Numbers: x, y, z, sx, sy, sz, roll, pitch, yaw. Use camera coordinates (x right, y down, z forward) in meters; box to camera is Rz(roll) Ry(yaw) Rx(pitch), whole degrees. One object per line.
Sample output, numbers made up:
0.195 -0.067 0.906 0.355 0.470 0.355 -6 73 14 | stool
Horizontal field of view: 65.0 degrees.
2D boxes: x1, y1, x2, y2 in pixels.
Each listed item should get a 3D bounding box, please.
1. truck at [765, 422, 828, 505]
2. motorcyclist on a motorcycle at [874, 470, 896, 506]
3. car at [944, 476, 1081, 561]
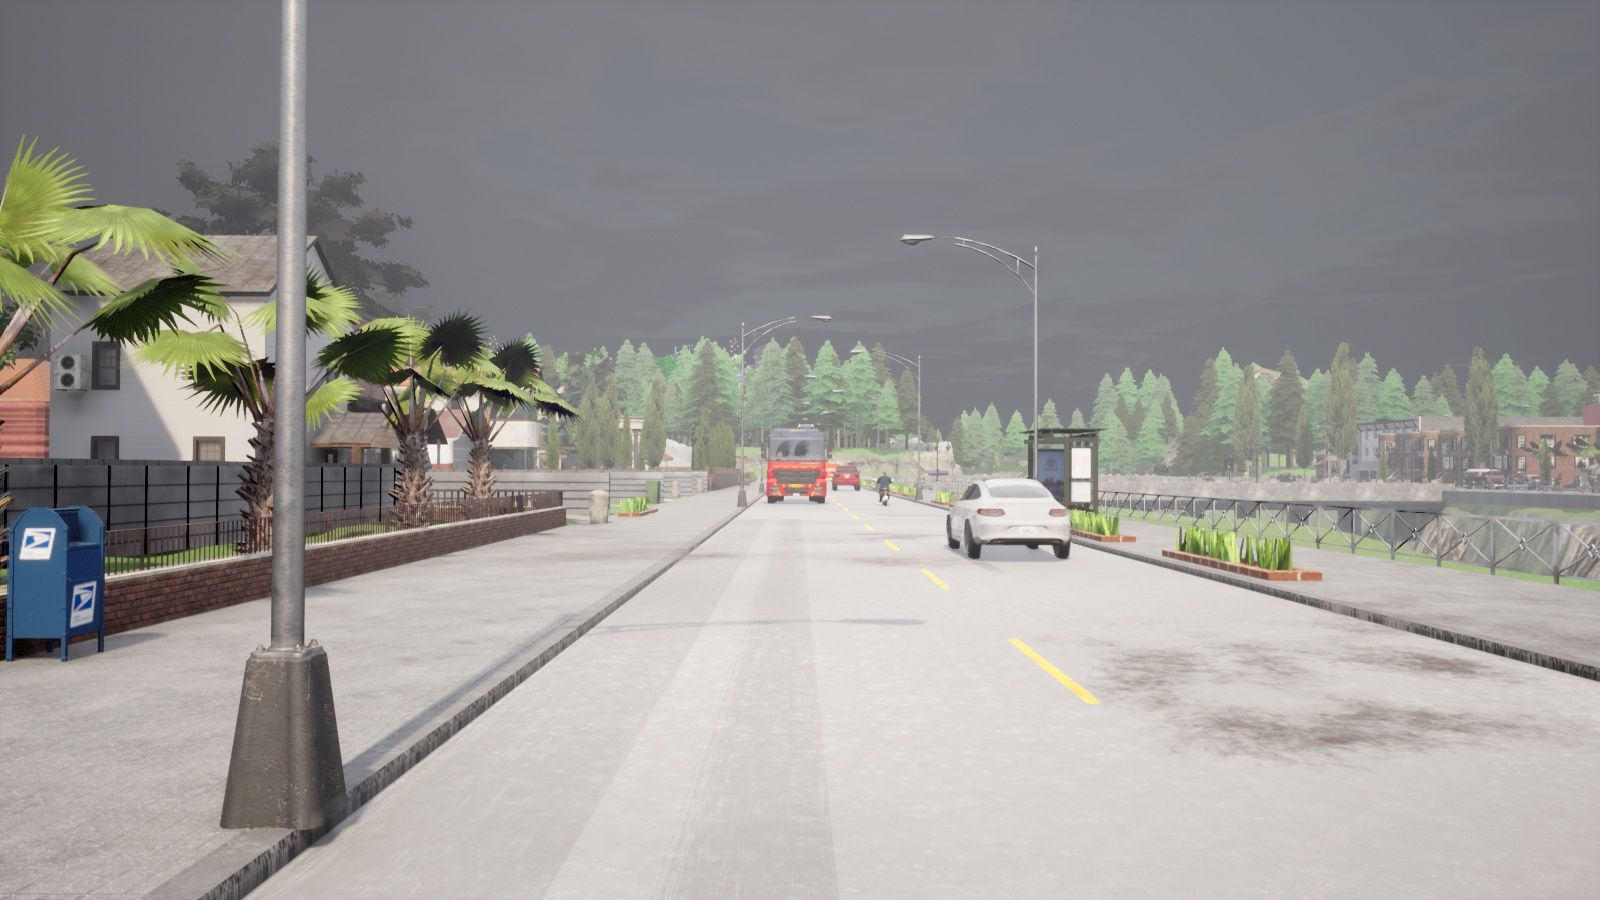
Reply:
-0.163 0.697 62.325 2.891 3.827 8.468 0 -1 0 | truck
3.855 1.713 57.208 0.866 1.590 1.817 0 -1 0 | motorcyclist on a motorcycle
3.939 1.228 24.041 1.812 1.442 4.674 0 -1 0 | car
